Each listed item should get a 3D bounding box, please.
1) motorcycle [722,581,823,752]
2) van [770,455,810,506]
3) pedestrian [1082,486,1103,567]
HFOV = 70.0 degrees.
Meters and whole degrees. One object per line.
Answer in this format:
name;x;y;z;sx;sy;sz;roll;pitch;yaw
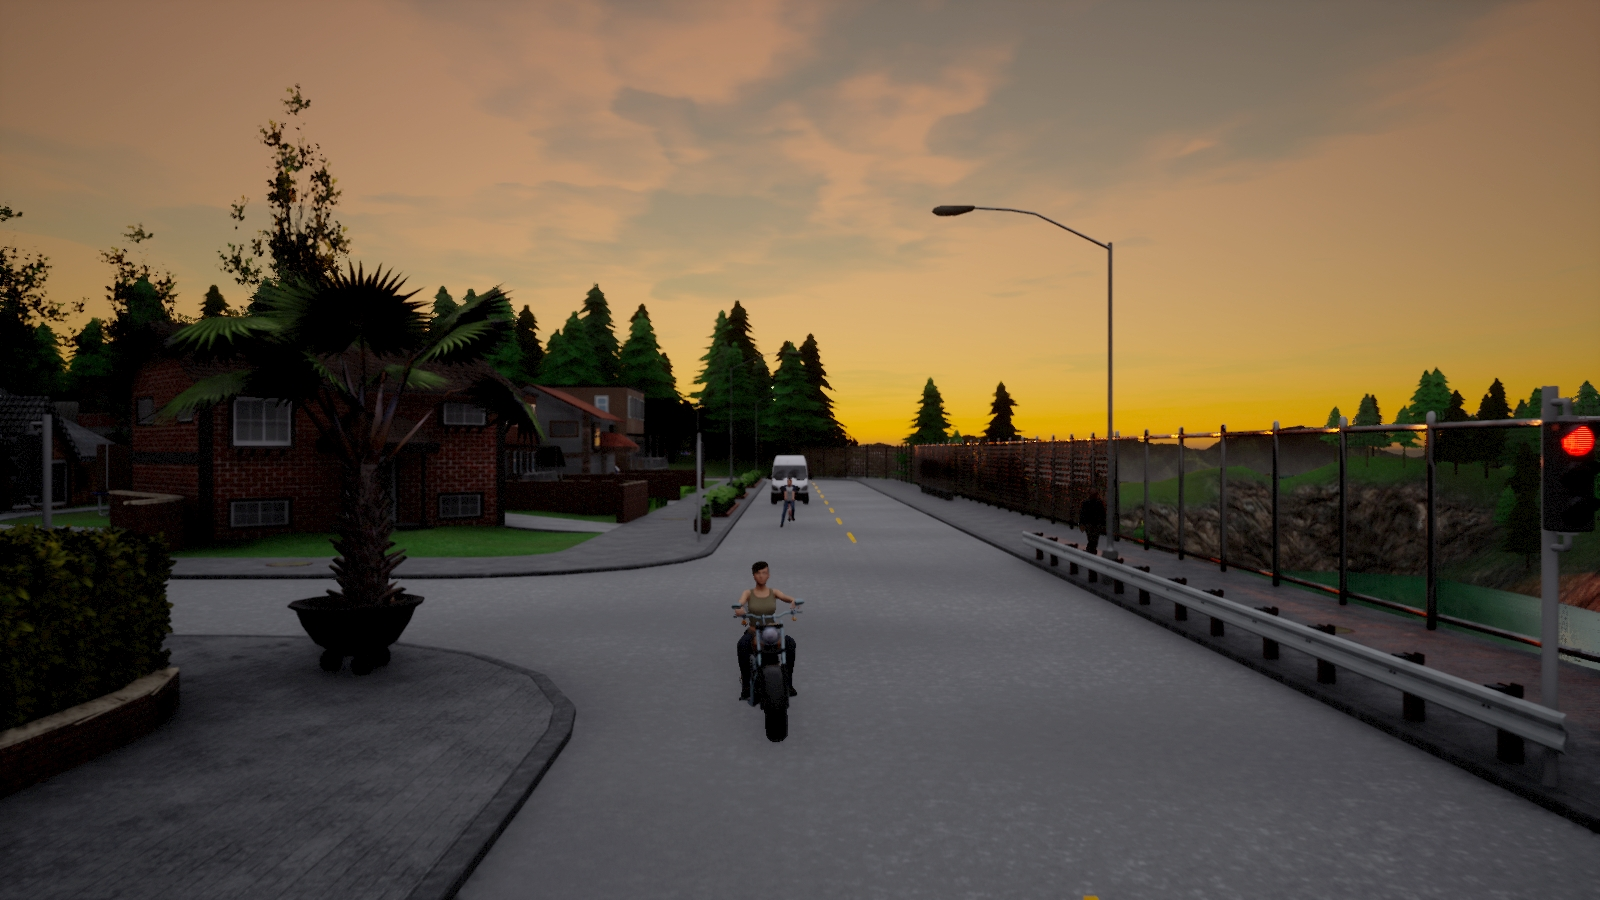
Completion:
motorcycle;-0.339;2.164;11.915;0.764;1.307;2.356;-1;0;-8
van;-0.530;1.577;60.758;1.988;2.561;5.915;0;0;0
pedestrian;6.756;1.764;26.392;0.375;1.860;0.375;0;0;-1
